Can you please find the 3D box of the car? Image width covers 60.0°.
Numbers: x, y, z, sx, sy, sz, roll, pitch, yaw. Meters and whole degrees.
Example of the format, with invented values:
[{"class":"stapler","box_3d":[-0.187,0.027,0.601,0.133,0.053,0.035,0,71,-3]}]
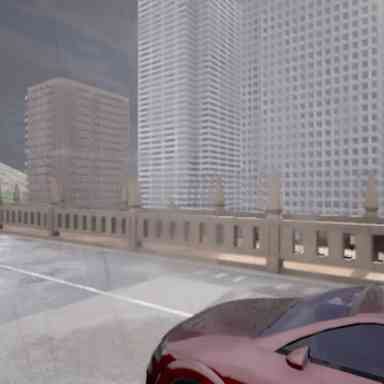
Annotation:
[{"class":"car","box_3d":[1.590,1.564,2.850,4.181,1.385,1.994,0,0,36]}]
